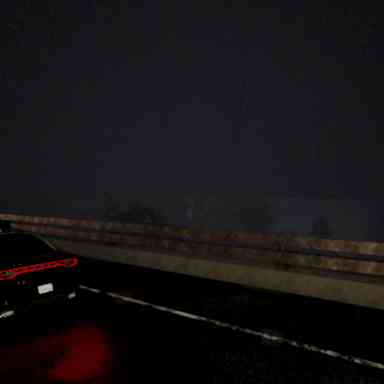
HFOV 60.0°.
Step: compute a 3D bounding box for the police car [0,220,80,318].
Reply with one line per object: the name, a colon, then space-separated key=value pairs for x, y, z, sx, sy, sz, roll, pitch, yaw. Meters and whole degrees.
police car: x=-4.580 y=1.440 z=7.164 sx=5.238 sy=1.638 sz=1.930 roll=0 pitch=0 yaw=36
